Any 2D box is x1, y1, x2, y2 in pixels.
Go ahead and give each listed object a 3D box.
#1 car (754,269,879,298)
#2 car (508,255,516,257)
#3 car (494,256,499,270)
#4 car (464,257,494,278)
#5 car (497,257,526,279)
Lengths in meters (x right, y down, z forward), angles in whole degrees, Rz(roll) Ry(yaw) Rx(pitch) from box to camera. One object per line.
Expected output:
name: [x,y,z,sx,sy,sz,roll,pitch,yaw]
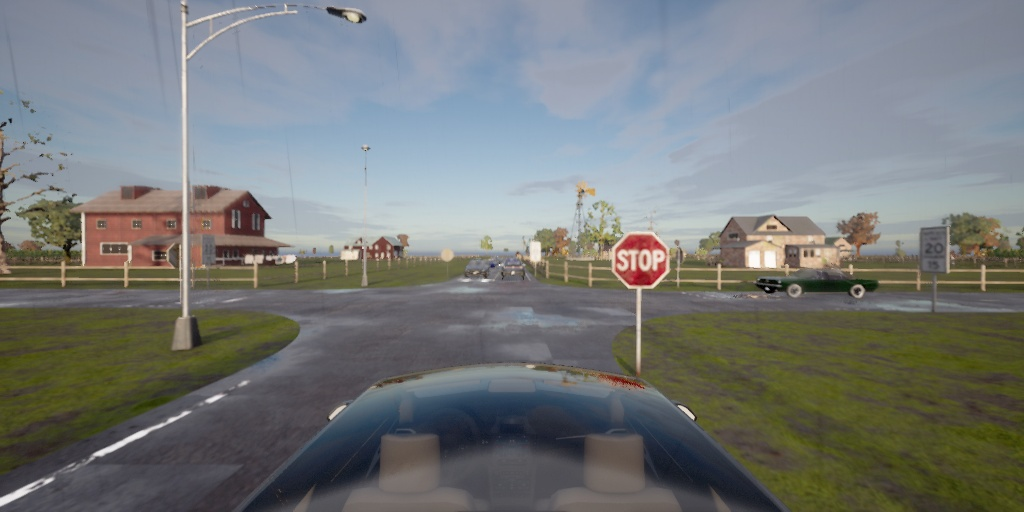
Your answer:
car: [14.645,1.291,17.475,4.718,1.301,1.895,0,1,0]
car: [-0.015,0.668,62.029,2.097,1.767,4.553,0,0,0]
car: [-2.845,1.037,45.920,1.895,1.301,4.718,0,0,1]
car: [-2.876,1.051,30.610,1.837,1.490,4.892,0,1,1]
car: [0.091,1.048,29.332,2.128,1.511,4.902,0,0,0]
